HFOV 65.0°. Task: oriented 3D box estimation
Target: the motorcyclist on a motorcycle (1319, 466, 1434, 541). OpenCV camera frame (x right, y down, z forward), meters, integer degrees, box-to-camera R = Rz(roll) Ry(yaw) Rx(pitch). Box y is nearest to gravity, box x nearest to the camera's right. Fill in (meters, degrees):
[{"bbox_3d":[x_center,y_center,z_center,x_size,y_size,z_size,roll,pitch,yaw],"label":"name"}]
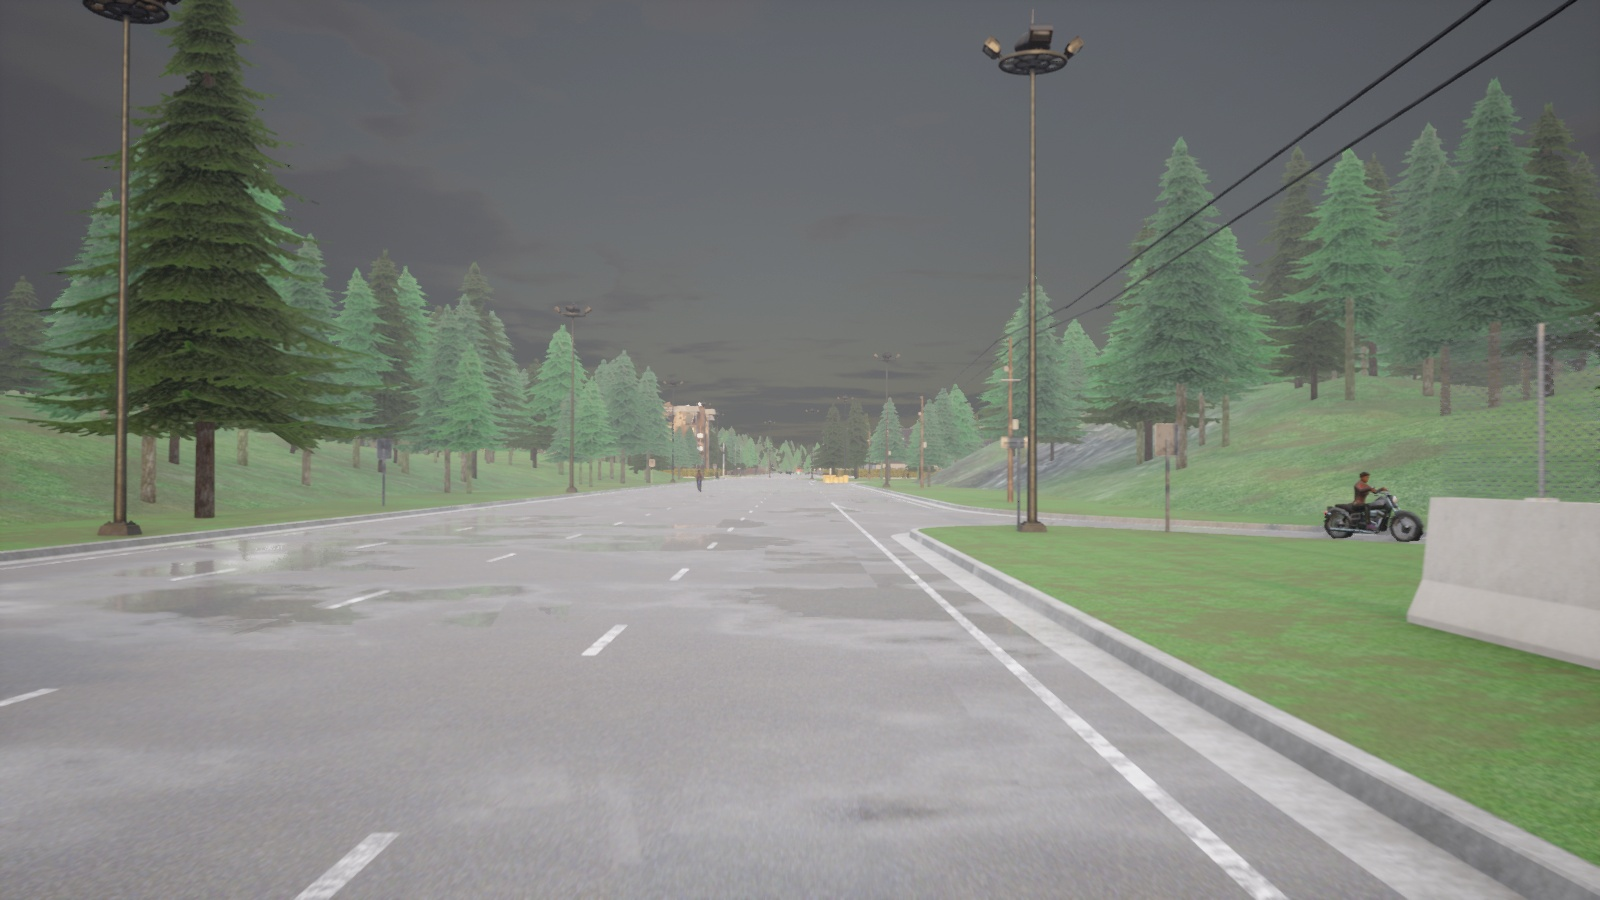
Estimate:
[{"bbox_3d":[13.252,1.197,28.944,0.766,1.649,2.350,1,-1,-35],"label":"motorcyclist on a motorcycle"}]
